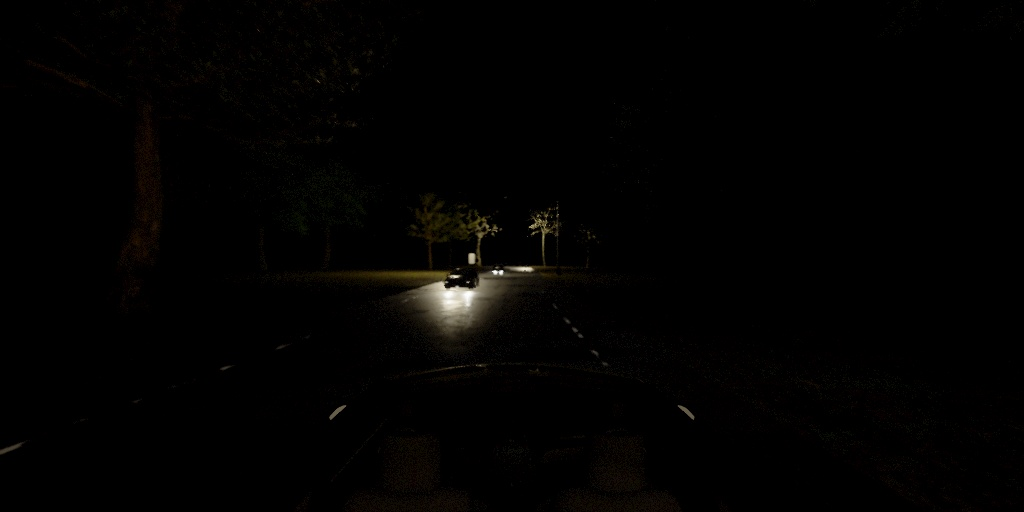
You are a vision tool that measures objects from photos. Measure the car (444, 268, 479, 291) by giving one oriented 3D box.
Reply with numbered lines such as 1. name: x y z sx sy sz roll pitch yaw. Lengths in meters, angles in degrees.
1. car: -3.368 1.563 24.992 2.033 1.411 5.357 0 -1 1
